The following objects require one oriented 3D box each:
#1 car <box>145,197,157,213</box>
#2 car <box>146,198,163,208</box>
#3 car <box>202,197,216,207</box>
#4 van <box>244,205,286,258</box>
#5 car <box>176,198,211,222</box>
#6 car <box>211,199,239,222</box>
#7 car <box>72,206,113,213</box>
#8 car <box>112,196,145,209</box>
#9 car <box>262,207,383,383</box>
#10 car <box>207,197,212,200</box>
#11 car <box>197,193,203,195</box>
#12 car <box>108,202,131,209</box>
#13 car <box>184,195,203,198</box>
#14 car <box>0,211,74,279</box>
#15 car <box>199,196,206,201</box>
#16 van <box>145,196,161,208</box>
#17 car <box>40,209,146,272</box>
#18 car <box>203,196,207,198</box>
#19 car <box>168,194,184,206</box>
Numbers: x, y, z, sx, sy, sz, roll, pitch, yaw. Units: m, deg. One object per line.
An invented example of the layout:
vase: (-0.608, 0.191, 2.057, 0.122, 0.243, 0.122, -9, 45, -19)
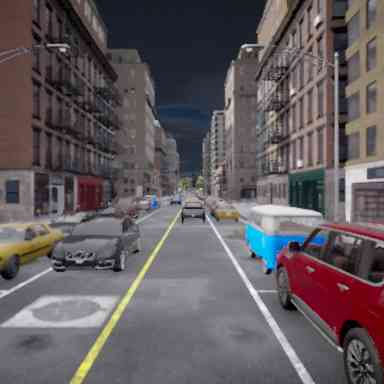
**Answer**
car: (-5.385, 1.588, 37.237, 1.802, 1.307, 4.206, 0, 0, 0)
car: (-5.380, 1.559, 48.050, 2.008, 1.369, 4.403, 0, 0, 0)
car: (2.650, 1.560, 53.455, 2.008, 1.369, 4.403, 0, 0, 0)
van: (2.682, 1.343, 10.206, 1.690, 1.788, 3.998, 0, 0, 0)
car: (0.105, 1.495, 26.227, 2.128, 1.511, 4.902, 0, 0, 0)
car: (2.670, 1.529, 26.594, 1.752, 1.417, 4.829, 0, 0, 0)
car: (-5.395, 1.553, 15.612, 2.008, 1.369, 4.403, 0, 0, 0)
car: (-5.390, 1.319, 26.425, 2.192, 1.841, 5.009, 0, 0, 0)
car: (2.686, 1.316, 4.800, 2.192, 1.841, 5.009, 0, 0, 0)
car: (2.666, 1.445, 31.830, 1.967, 1.590, 4.097, 0, 0, 0)
car: (2.653, 1.566, 80.331, 2.008, 1.369, 4.403, 0, 0, 0)
car: (-5.392, 1.569, 21.018, 1.947, 1.339, 4.313, 0, 0, 0)
car: (0.110, 1.485, 42.745, 1.882, 1.535, 5.008, 0, 0, 0)
car: (-5.397, 1.527, 10.037, 1.752, 1.417, 4.829, 0, 0, 0)
car: (2.654, 1.597, 86.013, 1.802, 1.307, 4.206, 0, 0, 0)
van: (-5.383, 1.348, 42.643, 1.690, 1.788, 3.998, 0, 0, 0)
car: (-2.846, 1.507, 10.844, 1.837, 1.490, 4.892, 0, 0, 0)
car: (2.654, 1.534, 48.219, 1.752, 1.417, 4.829, 0, 0, 0)
car: (-2.739, 1.495, 56.832, 1.882, 1.535, 5.008, 0, 0, 0)
